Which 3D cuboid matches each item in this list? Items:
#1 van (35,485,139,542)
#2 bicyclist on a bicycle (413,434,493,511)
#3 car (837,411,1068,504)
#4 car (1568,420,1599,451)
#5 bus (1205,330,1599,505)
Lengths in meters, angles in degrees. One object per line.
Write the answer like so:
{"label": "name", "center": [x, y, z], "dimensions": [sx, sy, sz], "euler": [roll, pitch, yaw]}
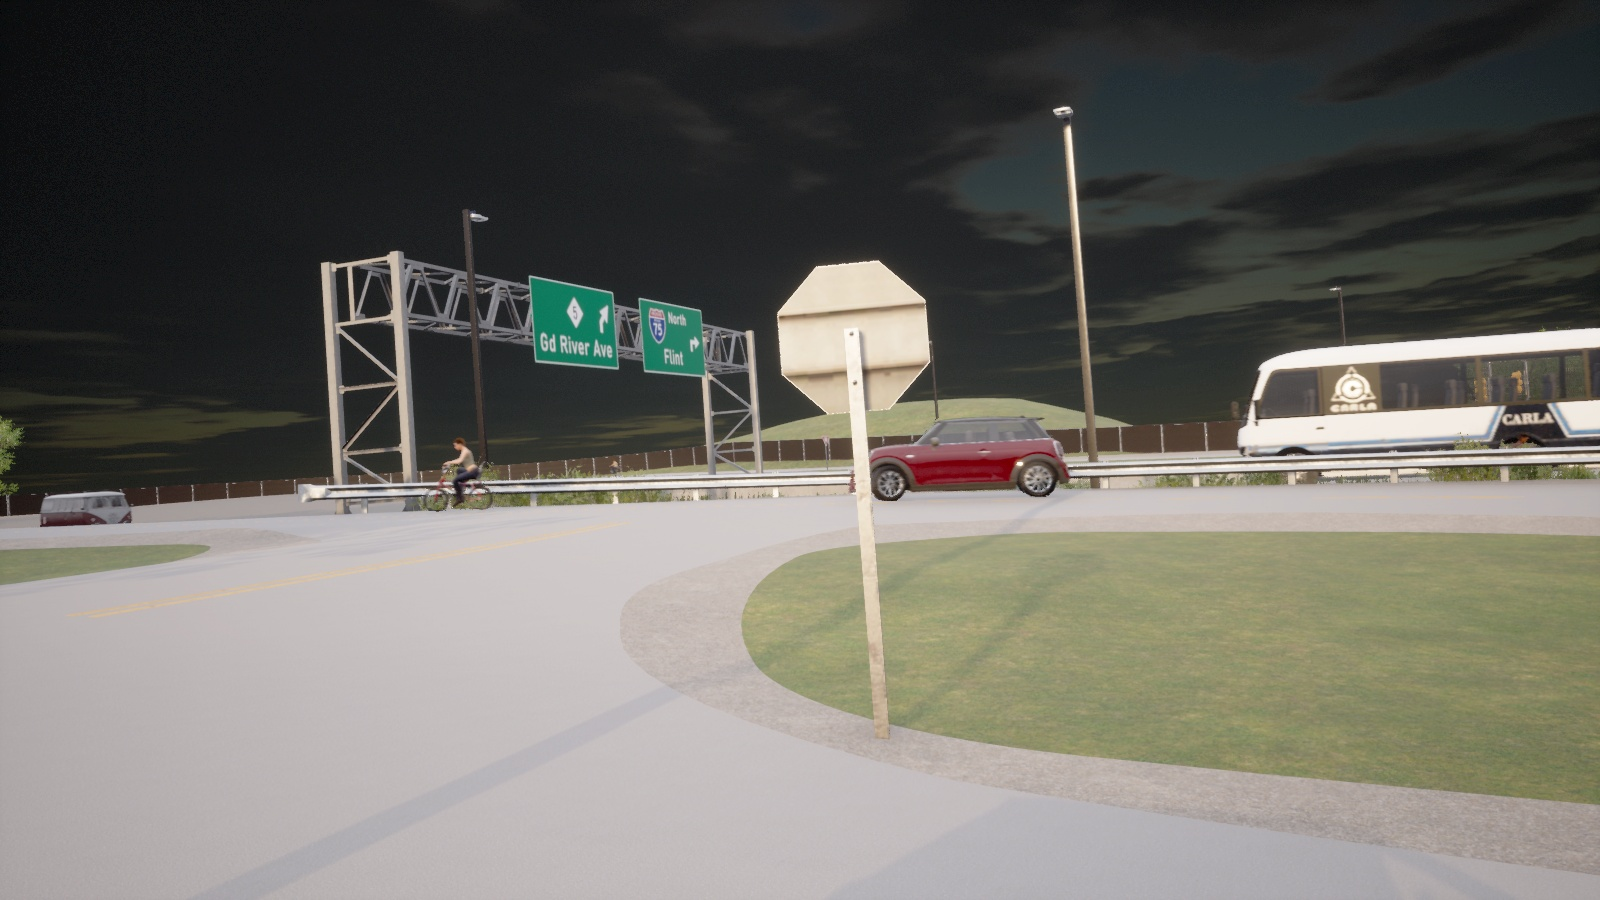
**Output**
{"label": "van", "center": [-26.916, 2.400, 47.365], "dimensions": [4.442, 1.987, 1.775], "euler": [-3, 0, 38]}
{"label": "bicyclist on a bicycle", "center": [-7.565, 0.489, 27.453], "dimensions": [1.509, 1.612, 0.866], "euler": [-2, 0, -5]}
{"label": "car", "center": [3.150, 0.151, 26.280], "dimensions": [4.553, 1.767, 2.097], "euler": [-1, 0, 6]}
{"label": "car", "center": [38.277, -0.738, 58.171], "dimensions": [1.994, 1.385, 4.181], "euler": [-3, 1, -43]}
{"label": "bus", "center": [17.193, -0.800, 35.952], "dimensions": [10.273, 4.253, 3.944], "euler": [-3, 0, 21]}
